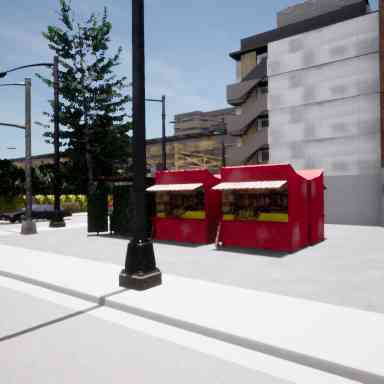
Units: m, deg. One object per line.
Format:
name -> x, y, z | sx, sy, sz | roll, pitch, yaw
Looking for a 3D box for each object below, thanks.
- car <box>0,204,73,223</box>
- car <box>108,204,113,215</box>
car -> -12.420, 1.686, 26.929 | 2.033, 1.411, 5.357 | -1, -1, 36
car -> -6.889, 1.489, 34.575 | 2.097, 1.767, 4.553 | -1, -1, 36
